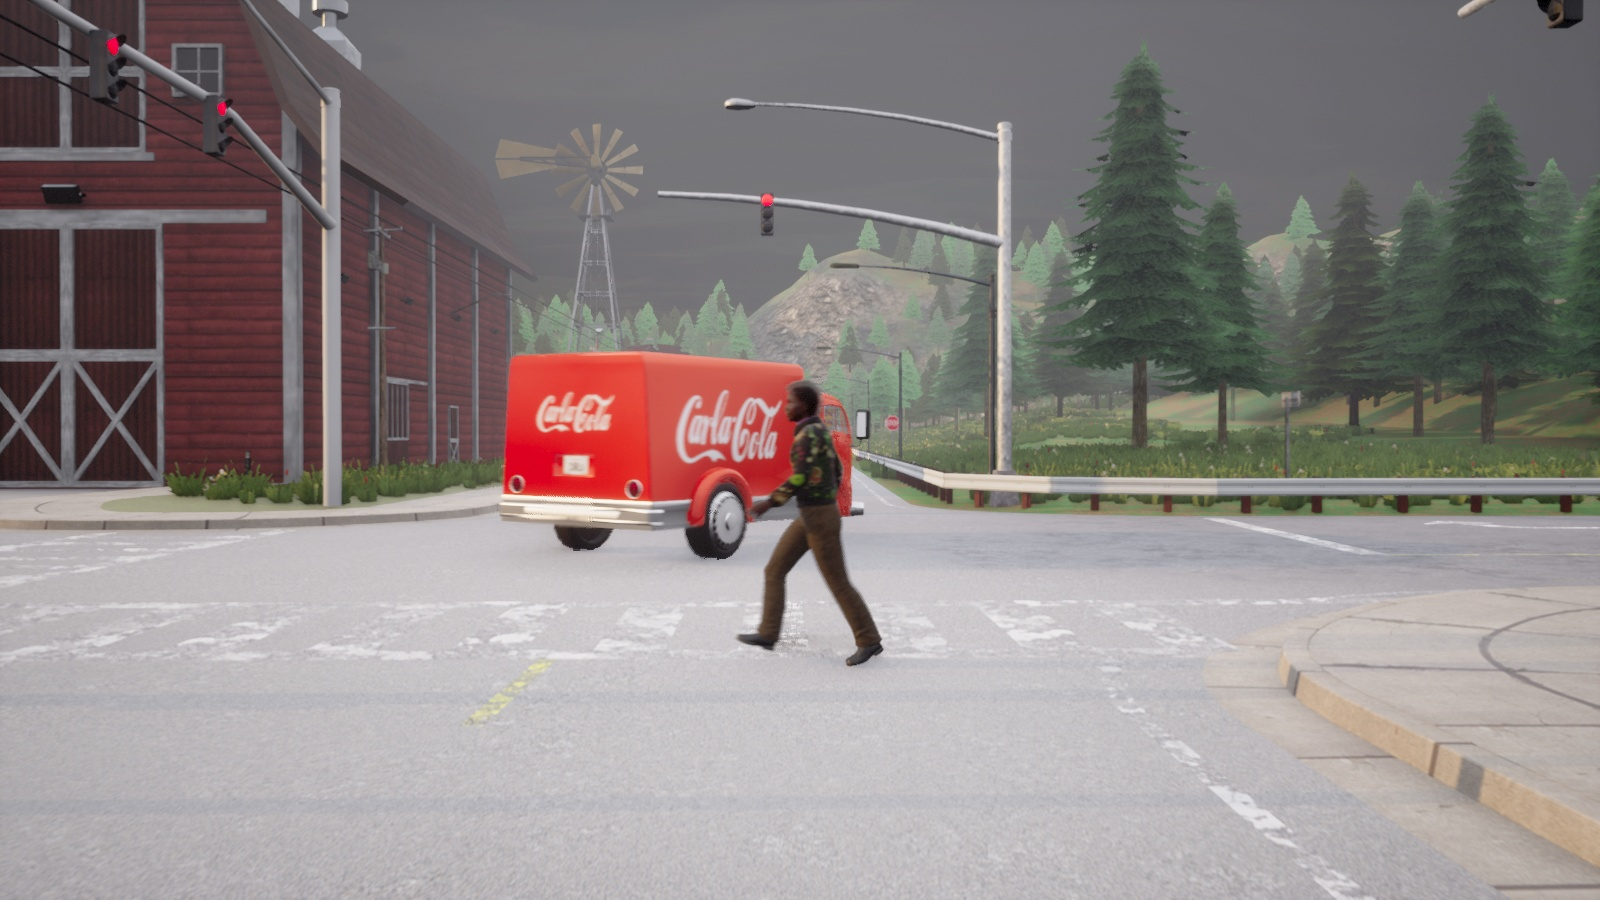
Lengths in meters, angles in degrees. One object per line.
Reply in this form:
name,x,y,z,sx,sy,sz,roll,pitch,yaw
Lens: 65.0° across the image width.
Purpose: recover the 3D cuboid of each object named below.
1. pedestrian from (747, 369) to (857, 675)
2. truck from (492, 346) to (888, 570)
pedestrian,0.013,0.451,8.116,0.692,1.930,0.395,0,1,0
truck,-1.233,0.060,16.759,2.627,2.467,5.204,1,1,32
